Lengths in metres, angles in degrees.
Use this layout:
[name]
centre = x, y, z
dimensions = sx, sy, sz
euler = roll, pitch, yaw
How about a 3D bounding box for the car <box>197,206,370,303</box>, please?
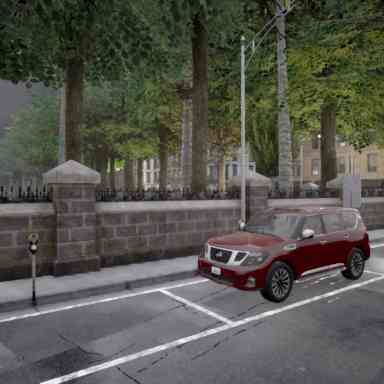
[car]
centre = 2.532, 1.314, 8.398
dimensions = 5.009, 1.841, 2.192
euler = 0, 0, -36
